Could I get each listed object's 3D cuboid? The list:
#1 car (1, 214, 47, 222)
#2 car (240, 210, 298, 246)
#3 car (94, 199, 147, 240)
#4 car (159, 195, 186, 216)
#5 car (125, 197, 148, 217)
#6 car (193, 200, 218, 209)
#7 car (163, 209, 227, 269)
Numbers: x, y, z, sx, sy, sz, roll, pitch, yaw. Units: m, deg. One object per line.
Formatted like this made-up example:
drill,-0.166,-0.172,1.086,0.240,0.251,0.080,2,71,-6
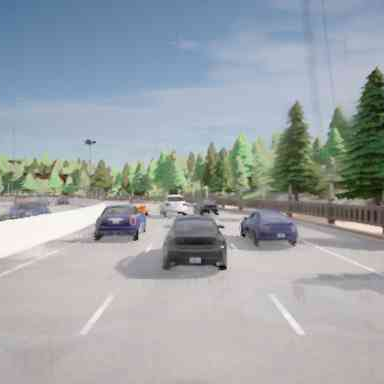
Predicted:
car,-11.239,1.433,22.675,2.097,1.767,4.553,0,0,-6
car,3.476,1.579,15.530,1.812,1.442,4.674,0,0,-2
car,-3.625,1.414,17.481,2.097,1.767,4.553,0,0,-3
car,-1.973,1.338,33.316,2.150,2.045,5.566,0,0,-11
car,-5.717,1.471,33.943,2.097,1.767,4.553,0,0,-11
car,1.358,1.624,34.280,1.837,1.490,4.892,0,0,-11
car,0.071,1.546,11.206,1.837,1.490,4.892,0,0,0
